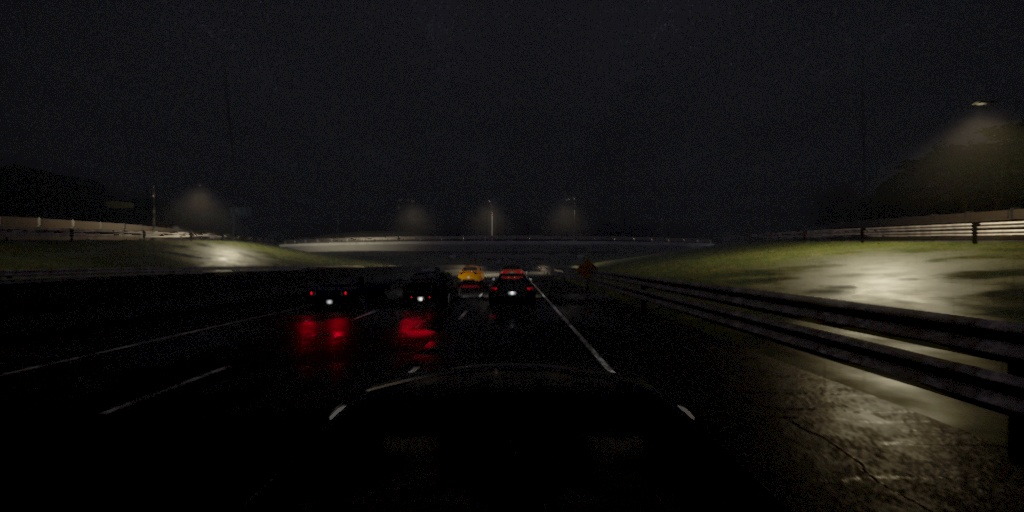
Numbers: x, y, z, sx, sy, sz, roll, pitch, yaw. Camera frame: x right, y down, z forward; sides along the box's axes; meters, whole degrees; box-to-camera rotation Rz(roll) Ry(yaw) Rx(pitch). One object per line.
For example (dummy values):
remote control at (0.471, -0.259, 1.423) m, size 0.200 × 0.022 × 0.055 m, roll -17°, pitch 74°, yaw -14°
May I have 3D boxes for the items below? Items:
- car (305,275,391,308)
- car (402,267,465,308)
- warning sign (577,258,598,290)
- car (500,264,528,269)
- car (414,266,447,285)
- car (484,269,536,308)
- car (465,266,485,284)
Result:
car at (-6.997, 1.492, 15.971) m, size 1.895 × 1.301 × 4.718 m, roll 0°, pitch -1°, yaw 0°
car at (-3.495, 1.401, 16.159) m, size 1.837 × 1.490 × 4.892 m, roll 0°, pitch 0°, yaw 0°
warning sign at (4.553, 1.076, 21.633) m, size 1.300 × 1.860 × 1.060 m, roll 0°, pitch 0°, yaw 0°
car at (0.007, 1.459, 30.945) m, size 2.097 × 1.767 × 4.553 m, roll 0°, pitch -1°, yaw 0°
car at (-6.991, 1.640, 31.265) m, size 1.812 × 1.442 × 4.674 m, roll 0°, pitch -1°, yaw 0°
car at (0.007, 1.457, 16.158) m, size 1.994 × 1.385 × 4.181 m, roll 0°, pitch -1°, yaw 0°
car at (-3.489, 1.594, 31.349) m, size 1.882 × 1.535 × 5.008 m, roll 0°, pitch -1°, yaw 0°
